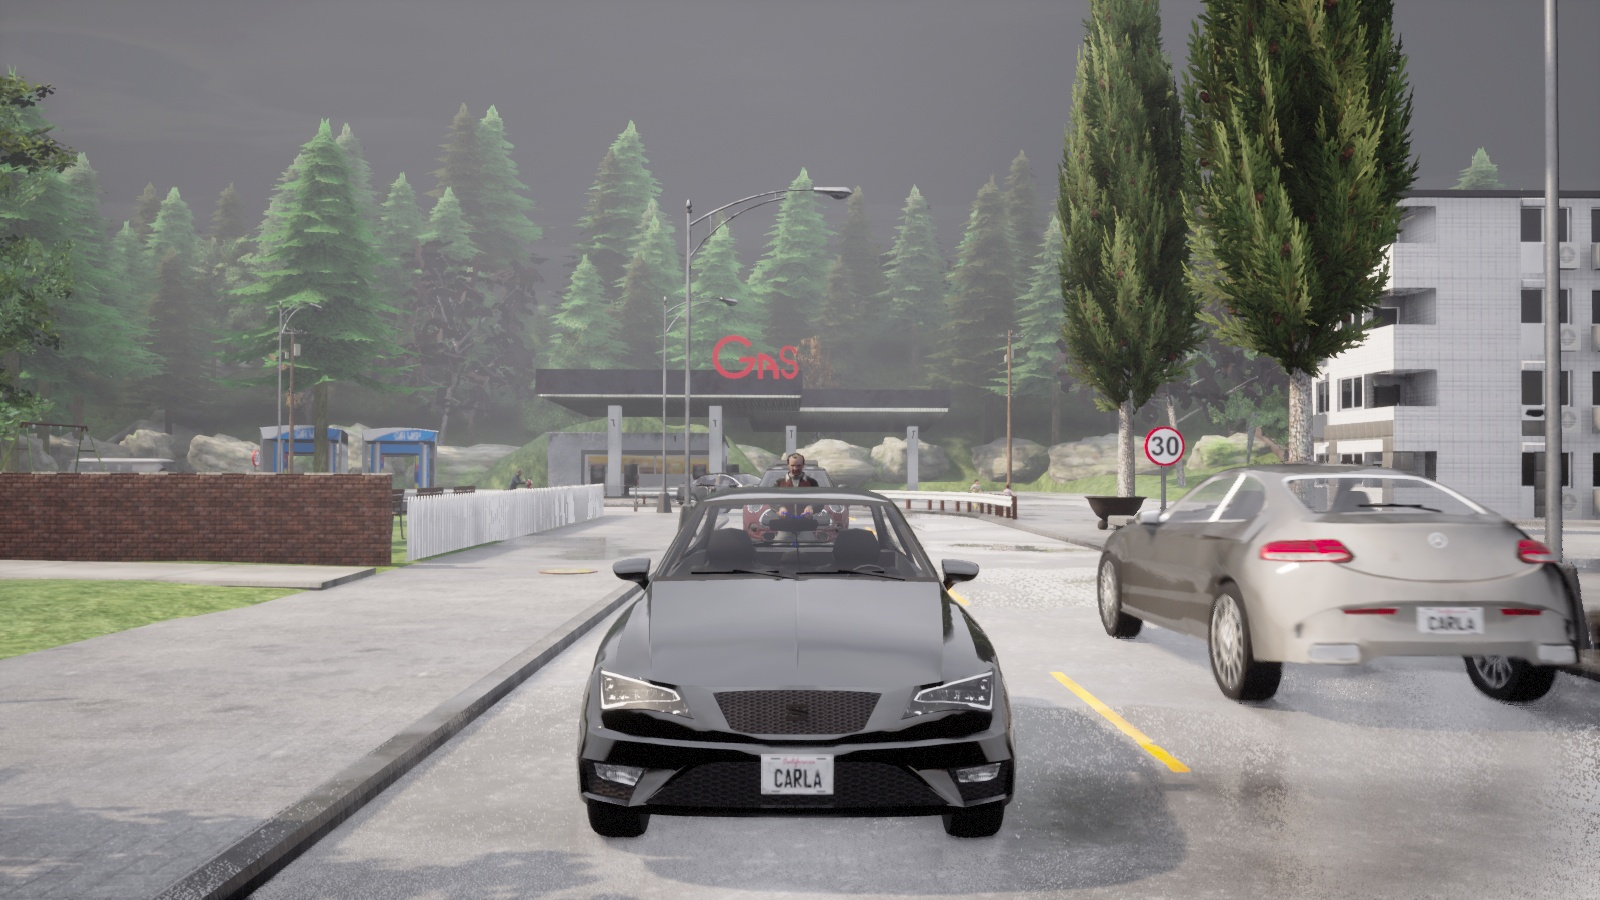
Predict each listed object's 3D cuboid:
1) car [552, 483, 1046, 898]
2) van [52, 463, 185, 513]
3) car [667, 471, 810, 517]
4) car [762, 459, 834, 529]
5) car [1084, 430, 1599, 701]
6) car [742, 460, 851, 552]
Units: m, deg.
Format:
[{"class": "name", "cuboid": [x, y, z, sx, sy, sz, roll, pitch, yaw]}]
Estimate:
[{"class": "car", "cuboid": [-0.018, 0.941, 6.728, 1.816, 1.474, 4.193, 0, -1, 0]}, {"class": "van", "cuboid": [-27.753, 1.537, 51.219, 4.442, 1.987, 1.775, 0, -1, 0]}, {"class": "car", "cuboid": [-2.204, 1.522, 44.213, 4.902, 1.511, 2.128, -1, -1, 41]}, {"class": "car", "cuboid": [-0.105, 1.204, 35.404, 1.905, 1.878, 3.866, 0, -1, -1]}, {"class": "car", "cuboid": [3.971, 0.748, 10.223, 2.152, 1.651, 5.027, 0, -1, 0]}, {"class": "car", "cuboid": [-0.074, 1.115, 26.365, 2.097, 1.767, 4.553, 0, -1, 0]}]
